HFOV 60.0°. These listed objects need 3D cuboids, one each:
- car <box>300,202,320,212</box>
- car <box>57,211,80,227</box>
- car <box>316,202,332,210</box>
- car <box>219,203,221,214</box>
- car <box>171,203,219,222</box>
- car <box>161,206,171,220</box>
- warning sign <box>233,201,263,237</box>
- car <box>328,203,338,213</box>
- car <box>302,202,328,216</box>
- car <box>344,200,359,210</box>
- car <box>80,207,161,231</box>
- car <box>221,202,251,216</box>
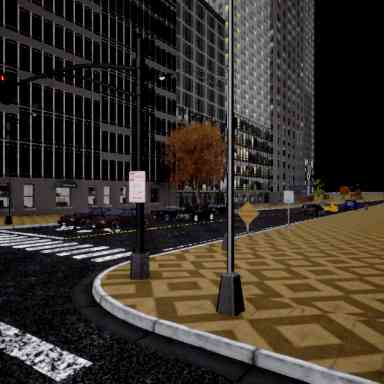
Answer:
[{"bbox_3d":[19.614,2.531,55.255,2.128,1.511,4.902,0,-1,33],"label":"car"},{"bbox_3d":[-7.526,1.873,25.506,2.033,1.411,5.357,0,-1,33],"label":"car"},{"bbox_3d":[25.762,2.728,64.794,2.128,1.511,4.902,0,-1,33],"label":"car"},{"bbox_3d":[3.068,2.167,41.924,2.128,1.511,4.902,0,-1,33],"label":"car"},{"bbox_3d":[0.404,2.006,31.810,1.837,1.490,4.892,0,-1,33],"label":"car"},{"bbox_3d":[-2.330,2.098,33.567,1.895,1.301,4.718,0,-1,33],"label":"car"},{"bbox_3d":[3.122,1.454,18.553,1.300,1.860,1.060,1,1,33],"label":"warning sign"},{"bbox_3d":[21.890,2.510,52.970,1.882,1.535,5.008,0,-1,33],"label":"car"},{"bbox_3d":[16.294,2.354,44.203,1.837,1.490,4.892,0,-1,33],"label":"car"},{"bbox_3d":[31.486,2.537,65.760,2.150,2.045,5.566,0,-1,33],"label":"car"},{"bbox_3d":[-4.874,1.874,23.623,2.033,1.411,5.357,0,-1,33],"label":"car"},{"bbox_3d":[5.872,2.034,40.275,2.097,1.767,4.553,0,-1,33],"label":"car"}]
